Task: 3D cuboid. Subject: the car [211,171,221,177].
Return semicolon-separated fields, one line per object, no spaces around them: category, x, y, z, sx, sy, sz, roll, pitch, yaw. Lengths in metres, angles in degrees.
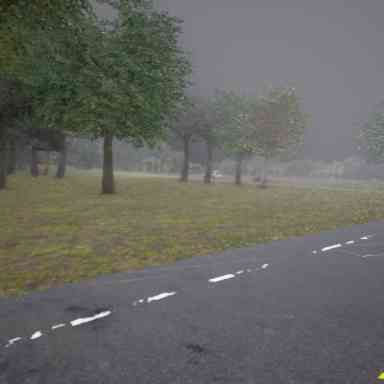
car;5.074;-4.360;84.576;2.150;2.045;5.566;0;5;-41
